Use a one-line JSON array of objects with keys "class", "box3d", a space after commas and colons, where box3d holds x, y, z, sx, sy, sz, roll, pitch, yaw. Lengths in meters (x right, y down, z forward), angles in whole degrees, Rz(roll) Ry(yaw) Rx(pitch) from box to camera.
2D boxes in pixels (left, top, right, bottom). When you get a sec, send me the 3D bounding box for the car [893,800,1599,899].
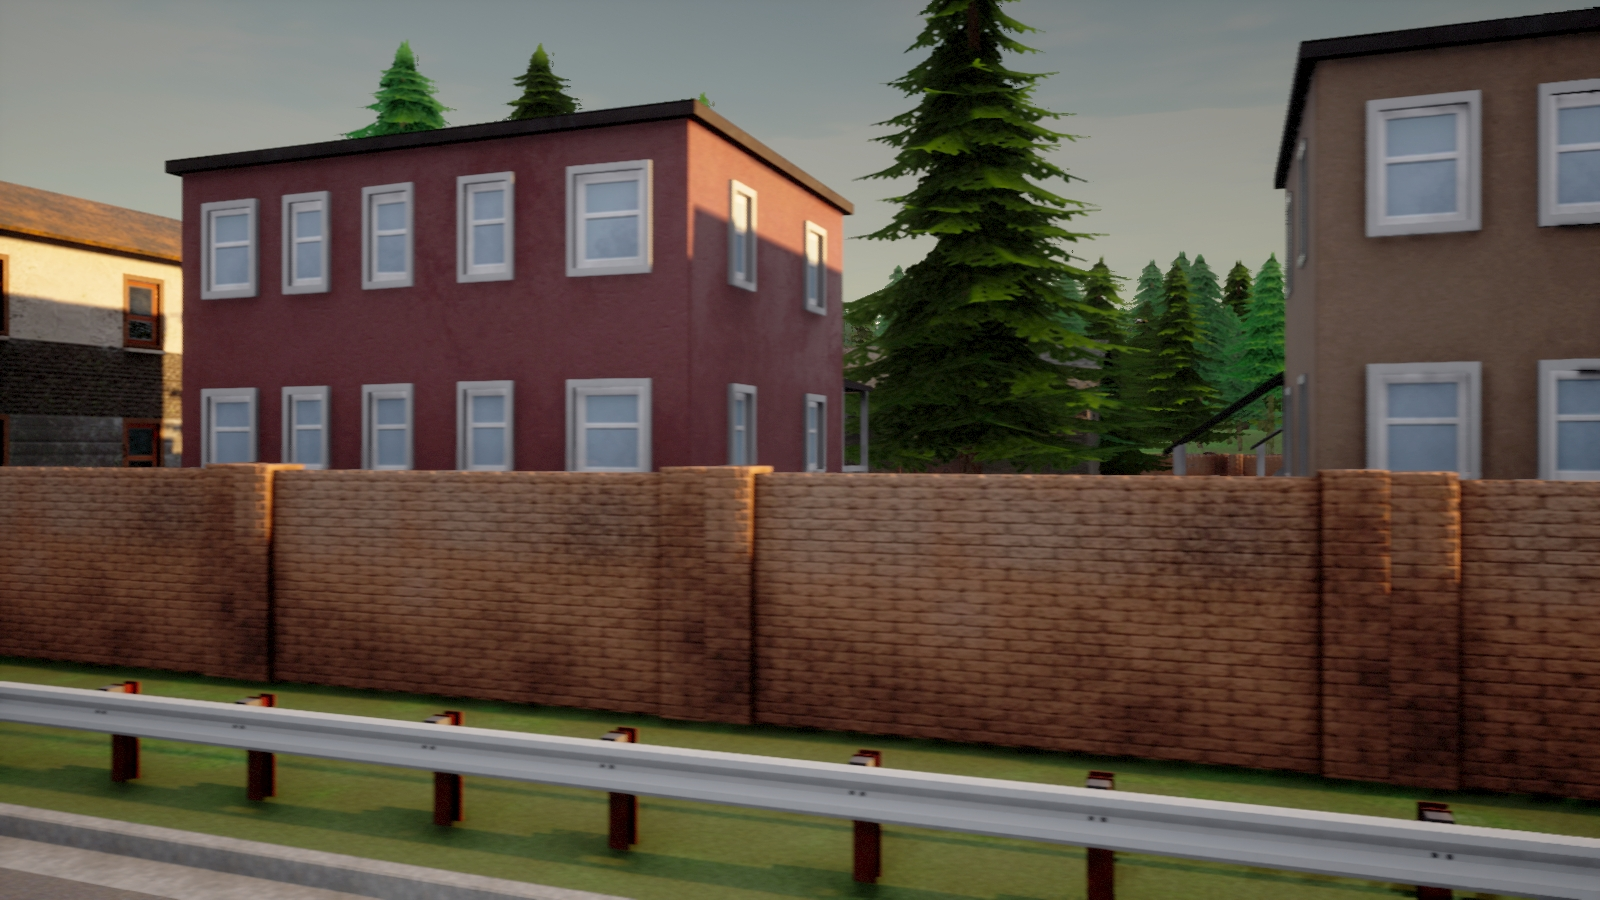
[{"class": "car", "box3d": [2.375, 2.040, 2.443, 4.514, 1.525, 2.007, 0, 0, 20]}]
